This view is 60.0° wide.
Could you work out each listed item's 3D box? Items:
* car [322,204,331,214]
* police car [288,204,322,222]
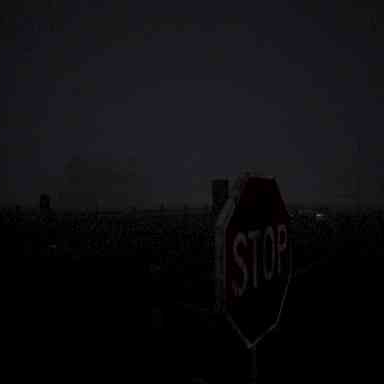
[{"bbox_3d":[18.080,2.338,46.943,1.895,1.301,4.718,-1,-1,35],"label":"car"},{"bbox_3d":[10.119,1.971,31.022,2.038,1.542,4.974,-1,-1,35],"label":"police car"}]
